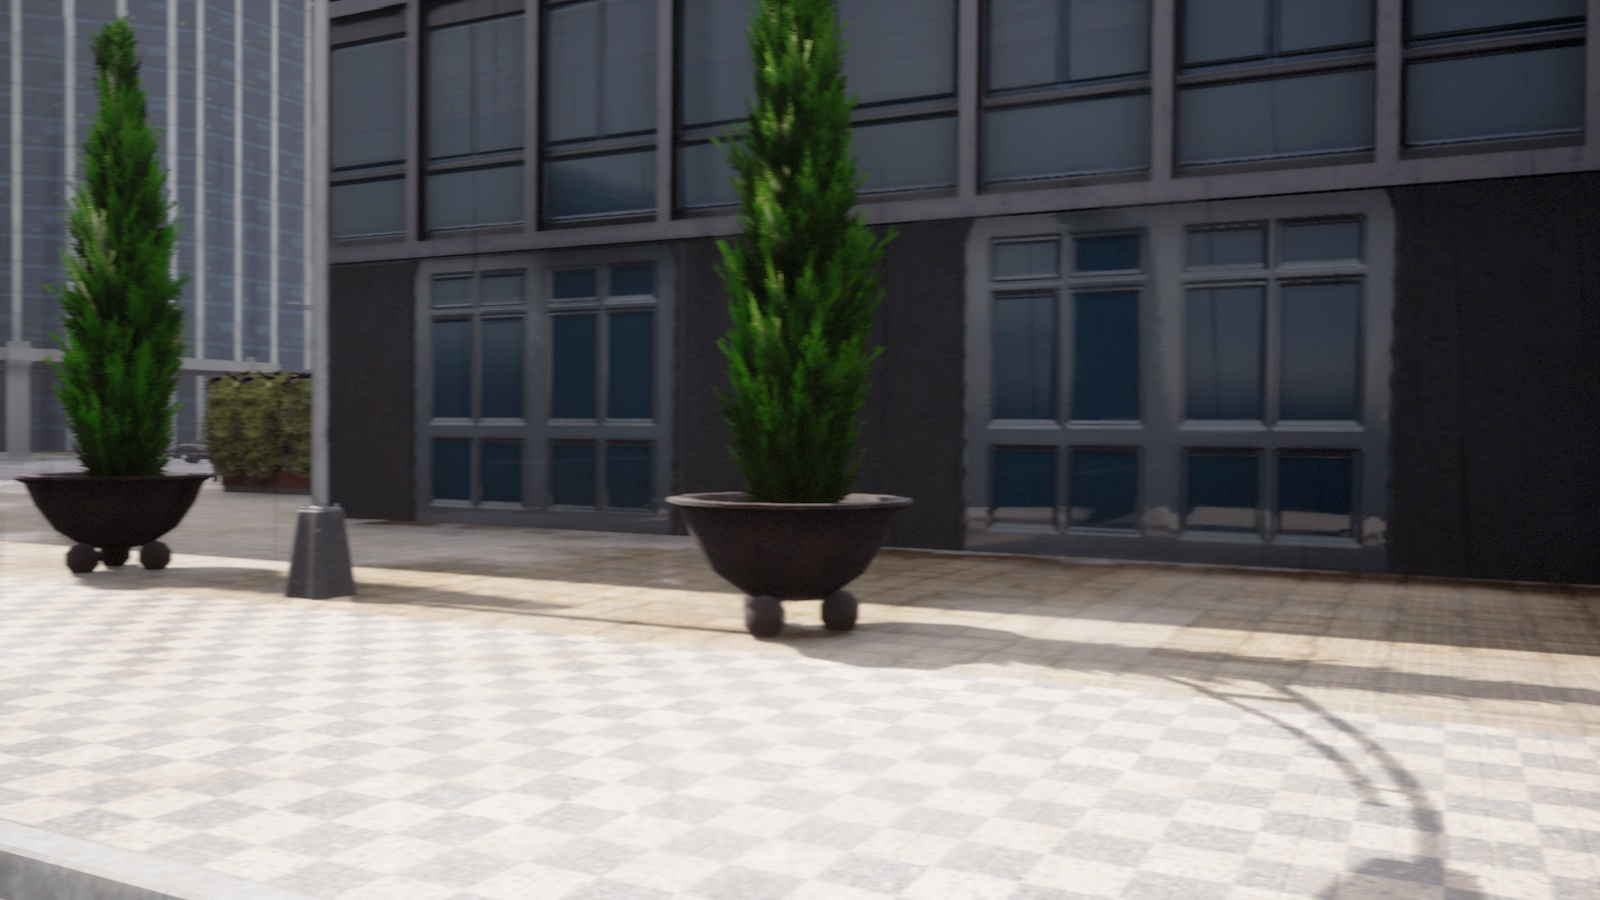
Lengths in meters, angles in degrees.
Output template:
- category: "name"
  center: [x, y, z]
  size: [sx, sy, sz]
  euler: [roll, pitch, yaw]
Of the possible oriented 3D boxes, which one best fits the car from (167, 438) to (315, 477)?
- category: "car"
  center: [-22.176, 0.251, 50.081]
  size: [2.033, 1.411, 5.357]
  euler: [0, 1, 25]
